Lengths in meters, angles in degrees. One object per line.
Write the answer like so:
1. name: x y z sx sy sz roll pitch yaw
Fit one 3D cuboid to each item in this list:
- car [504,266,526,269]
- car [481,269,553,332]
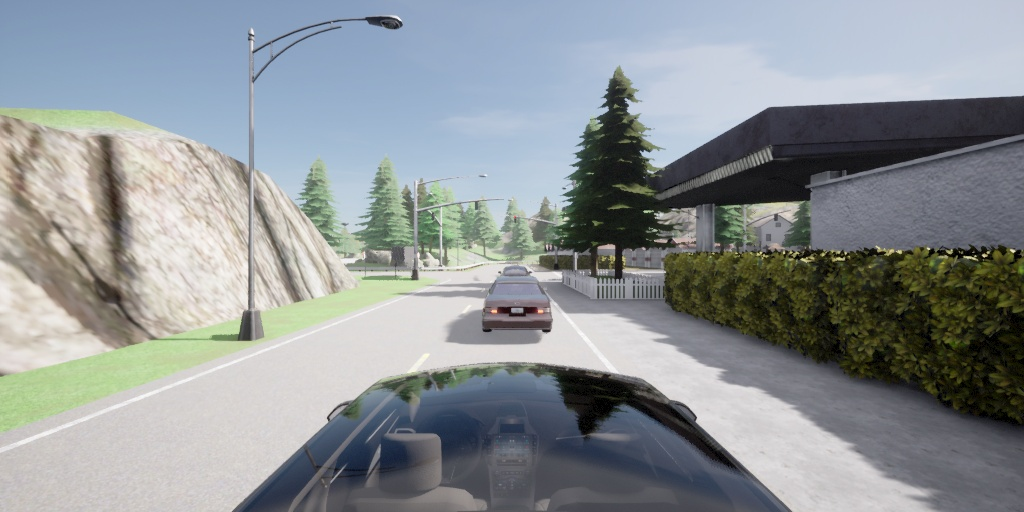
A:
1. car: 0.181 1.276 20.358 1.812 1.442 4.674 0 0 0
2. car: 0.136 1.297 10.772 2.033 1.411 5.357 0 0 0
